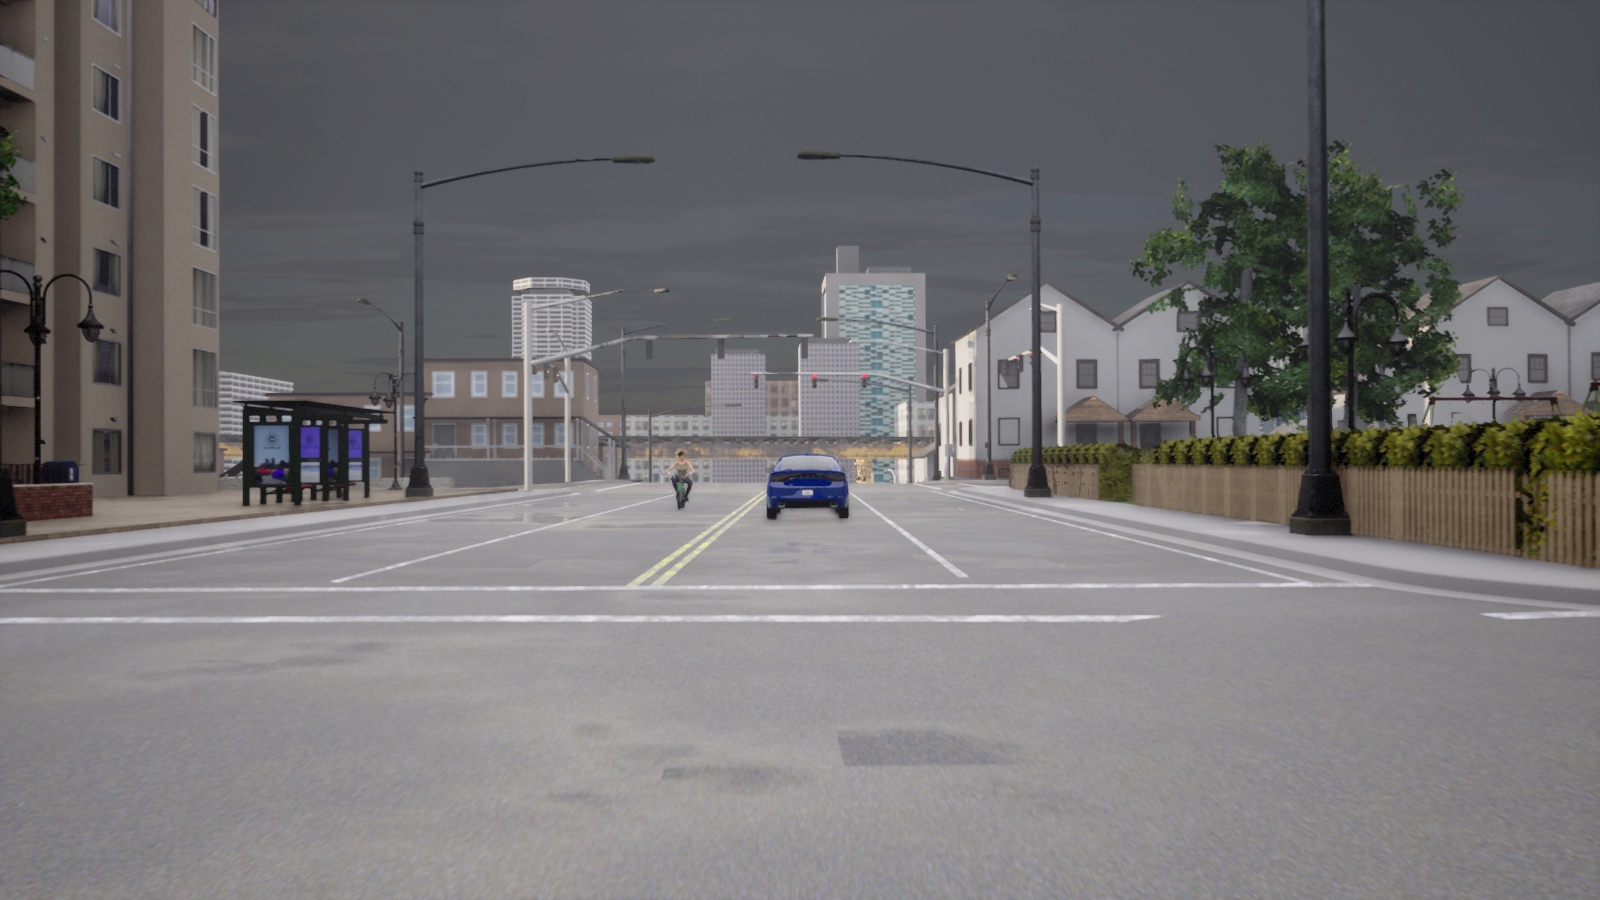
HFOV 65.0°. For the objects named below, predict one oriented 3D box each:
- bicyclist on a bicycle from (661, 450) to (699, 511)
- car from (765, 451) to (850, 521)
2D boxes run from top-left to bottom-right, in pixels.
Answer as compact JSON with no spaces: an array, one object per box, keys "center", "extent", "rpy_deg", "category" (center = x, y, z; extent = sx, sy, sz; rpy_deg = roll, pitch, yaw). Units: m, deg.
[{"center":[-3.284,0.824,34.495],"extent":[0.866,1.612,1.509],"rpy_deg":[0,0,1],"category":"bicyclist on a bicycle"},{"center":[0.186,0.816,30.205],"extent":[1.882,1.535,5.008],"rpy_deg":[0,0,0],"category":"car"}]
